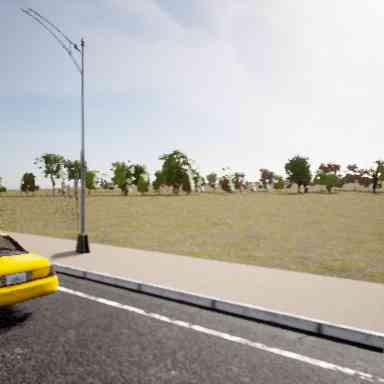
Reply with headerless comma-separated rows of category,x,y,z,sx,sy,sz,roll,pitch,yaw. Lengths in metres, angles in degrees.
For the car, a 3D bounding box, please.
car,-5.077,1.453,7.177,5.366,1.575,1.801,0,0,35
